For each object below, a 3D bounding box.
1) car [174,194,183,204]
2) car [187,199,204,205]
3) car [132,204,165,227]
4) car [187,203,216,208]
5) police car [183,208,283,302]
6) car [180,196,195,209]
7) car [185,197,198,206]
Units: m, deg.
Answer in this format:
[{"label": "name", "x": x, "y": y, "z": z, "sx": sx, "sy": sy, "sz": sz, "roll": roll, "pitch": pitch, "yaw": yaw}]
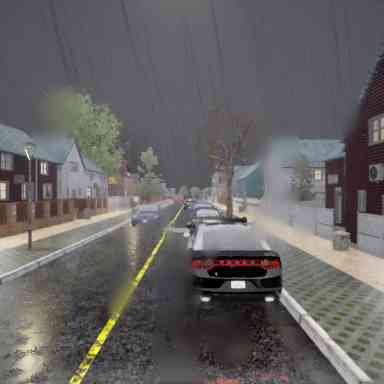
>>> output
[{"label": "car", "x": -2.910, "y": 1.545, "z": 75.304, "sx": 2.150, "sy": 2.045, "sz": 5.566, "roll": 0, "pitch": -1, "yaw": 0}, {"label": "car", "x": 0.774, "y": 1.500, "z": 24.324, "sx": 1.882, "sy": 1.535, "sz": 5.008, "roll": 0, "pitch": 0, "yaw": 0}, {"label": "car", "x": -2.900, "y": 1.544, "z": 22.777, "sx": 1.812, "sy": 1.442, "sz": 4.674, "roll": 0, "pitch": 0, "yaw": 0}, {"label": "car", "x": 0.786, "y": 1.536, "z": 18.323, "sx": 1.812, "sy": 1.442, "sz": 4.674, "roll": 0, "pitch": 0, "yaw": 0}, {"label": "police car", "x": 0.807, "y": 1.426, "z": 8.432, "sx": 1.930, "sy": 1.638, "sz": 5.238, "roll": 0, "pitch": 0, "yaw": 0}, {"label": "car", "x": -0.074, "y": 1.595, "z": 44.909, "sx": 2.128, "sy": 1.511, "sz": 4.902, "roll": 0, "pitch": 0, "yaw": 1}, {"label": "car", "x": -0.123, "y": 1.679, "z": 58.096, "sx": 2.128, "sy": 1.511, "sz": 4.902, "roll": 0, "pitch": 0, "yaw": 0}]
